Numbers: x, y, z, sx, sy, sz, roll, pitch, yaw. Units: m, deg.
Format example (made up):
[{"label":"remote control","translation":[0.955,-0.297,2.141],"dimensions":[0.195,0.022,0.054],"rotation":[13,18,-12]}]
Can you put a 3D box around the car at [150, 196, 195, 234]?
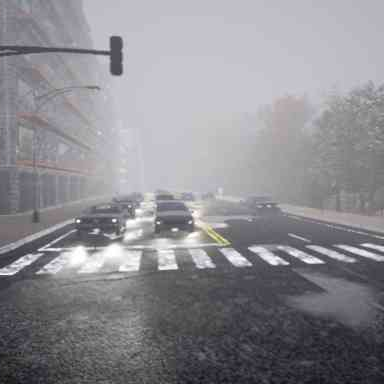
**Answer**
[{"label":"car","translation":[-1.031,1.146,16.633],"dimensions":[2.033,1.411,5.357],"rotation":[-1,1,-7]}]

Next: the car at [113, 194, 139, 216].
[{"label":"car","translation":[-5.280,1.058,25.102],"dimensions":[1.895,1.301,4.718],"rotation":[-1,1,-6]}]

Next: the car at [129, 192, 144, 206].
[{"label":"car","translation":[-6.276,0.880,34.092],"dimensions":[1.895,1.301,4.718],"rotation":[-1,1,-6]}]

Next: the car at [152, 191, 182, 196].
[{"label":"car","translation":[-2.142,0.914,26.166],"dimensions":[1.837,1.490,4.892],"rotation":[-1,1,-7]}]

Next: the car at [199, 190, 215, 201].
[{"label":"car","translation":[2.087,0.431,47.306],"dimensions":[2.128,1.511,4.902],"rotation":[-1,1,-7]}]

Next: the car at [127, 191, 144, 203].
[{"label":"car","translation":[-7.425,0.652,43.873],"dimensions":[1.994,1.385,4.181],"rotation":[-1,1,-7]}]

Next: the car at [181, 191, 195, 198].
[{"label":"car","translation":[-0.767,0.599,43.773],"dimensions":[1.994,1.385,4.181],"rotation":[-1,1,-7]}]

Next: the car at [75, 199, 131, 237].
[{"label":"car","translation":[-4.228,1.238,16.001],"dimensions":[1.895,1.301,4.718],"rotation":[-1,1,-7]}]

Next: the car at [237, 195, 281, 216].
[{"label":"car","translation":[4.788,0.937,24.438],"dimensions":[2.033,1.411,5.357],"rotation":[-1,1,-7]}]
